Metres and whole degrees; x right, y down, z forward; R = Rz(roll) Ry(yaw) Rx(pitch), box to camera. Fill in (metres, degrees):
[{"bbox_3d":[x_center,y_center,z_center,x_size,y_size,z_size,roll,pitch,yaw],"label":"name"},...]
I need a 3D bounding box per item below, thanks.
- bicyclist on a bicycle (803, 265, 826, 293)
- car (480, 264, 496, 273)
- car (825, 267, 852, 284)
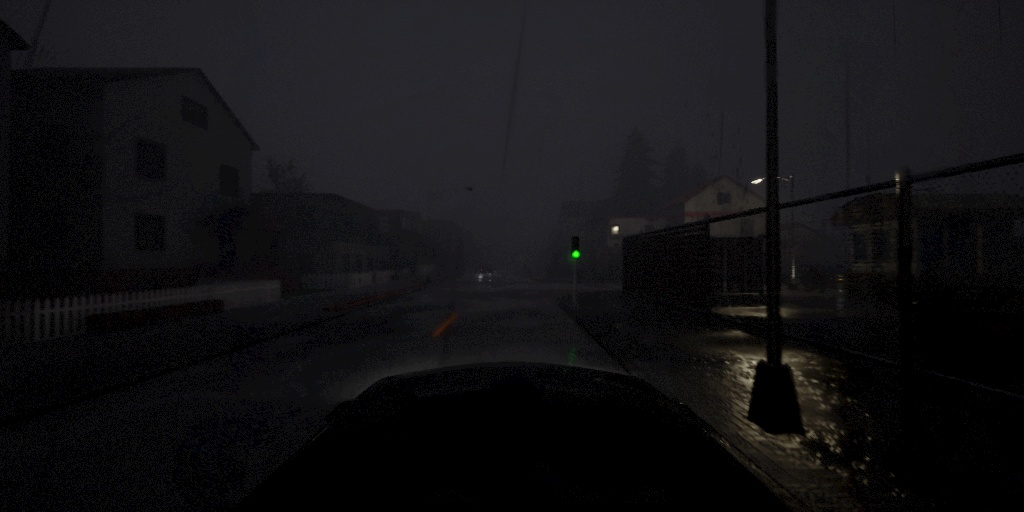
[{"bbox_3d":[17.740,1.350,21.068,0.582,1.620,1.656,0,-1,0],"label":"bicyclist on a bicycle"},{"bbox_3d":[-4.045,1.978,57.802,1.837,1.490,4.892,0,0,0],"label":"car"},{"bbox_3d":[28.631,1.614,29.428,4.892,1.490,1.837,0,-1,0],"label":"car"}]
